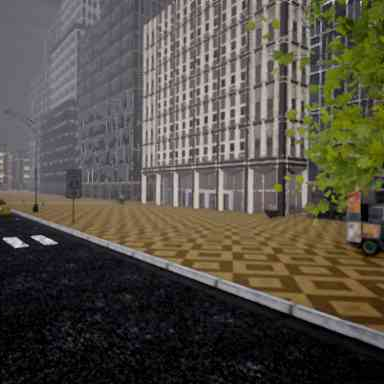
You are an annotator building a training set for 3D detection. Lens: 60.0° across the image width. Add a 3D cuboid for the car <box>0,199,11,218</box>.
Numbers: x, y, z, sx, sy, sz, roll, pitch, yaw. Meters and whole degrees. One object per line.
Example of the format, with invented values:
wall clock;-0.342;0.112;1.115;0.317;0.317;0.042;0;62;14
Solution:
car;-13.891;1.008;23.320;1.752;1.417;4.829;1;1;-38
